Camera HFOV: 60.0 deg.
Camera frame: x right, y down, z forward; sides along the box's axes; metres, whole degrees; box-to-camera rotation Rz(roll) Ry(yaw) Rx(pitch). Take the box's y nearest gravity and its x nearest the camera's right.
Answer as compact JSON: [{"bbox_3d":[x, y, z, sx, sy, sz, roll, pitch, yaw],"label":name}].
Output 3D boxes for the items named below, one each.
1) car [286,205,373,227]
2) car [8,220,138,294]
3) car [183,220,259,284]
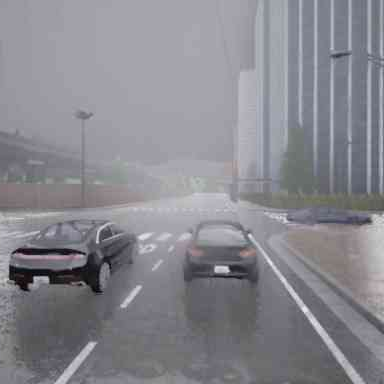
[{"bbox_3d":[9.255,1.596,22.742,5.357,1.411,2.033,0,0,4],"label":"car"},{"bbox_3d":[-2.741,1.473,8.791,2.128,1.511,4.902,0,0,3],"label":"car"},{"bbox_3d":[0.793,1.514,9.510,1.812,1.442,4.674,0,0,4],"label":"car"}]
